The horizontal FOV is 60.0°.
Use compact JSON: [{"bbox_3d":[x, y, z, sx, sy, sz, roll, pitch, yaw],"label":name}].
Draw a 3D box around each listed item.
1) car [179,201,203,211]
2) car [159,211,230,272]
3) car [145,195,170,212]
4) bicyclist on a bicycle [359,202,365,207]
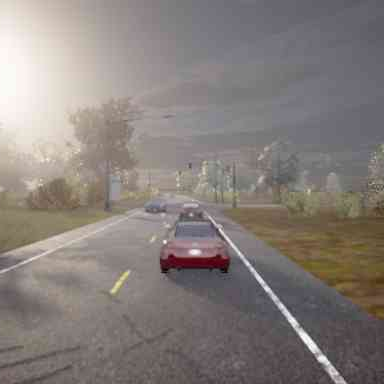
[{"bbox_3d":[-0.092,1.458,26.396,1.812,1.442,4.674,0,0,-1],"label":"car"},{"bbox_3d":[0.058,1.536,10.680,1.994,1.385,4.181,0,0,-1],"label":"car"},{"bbox_3d":[-3.836,1.267,36.209,2.097,1.767,4.553,0,0,-1],"label":"car"},{"bbox_3d":[23.688,1.351,46.555,0.582,1.620,1.656,0,0,1],"label":"bicyclist on a bicycle"}]
